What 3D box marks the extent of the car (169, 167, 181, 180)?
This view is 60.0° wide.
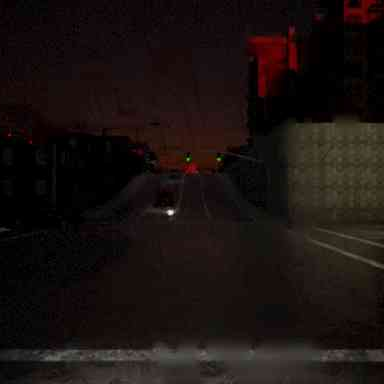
[{"bbox_3d":[-3.488,-3.792,67.648,2.150,2.045,5.566,0,12,0],"label":"car"}]

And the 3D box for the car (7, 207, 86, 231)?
[{"bbox_3d":[-9.710,1.778,22.359,4.892,1.490,1.837,0,5,-7],"label":"car"}]

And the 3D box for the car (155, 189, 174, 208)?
[{"bbox_3d":[-3.493,0.803,42.920,2.150,2.045,5.566,0,7,0],"label":"car"}]
